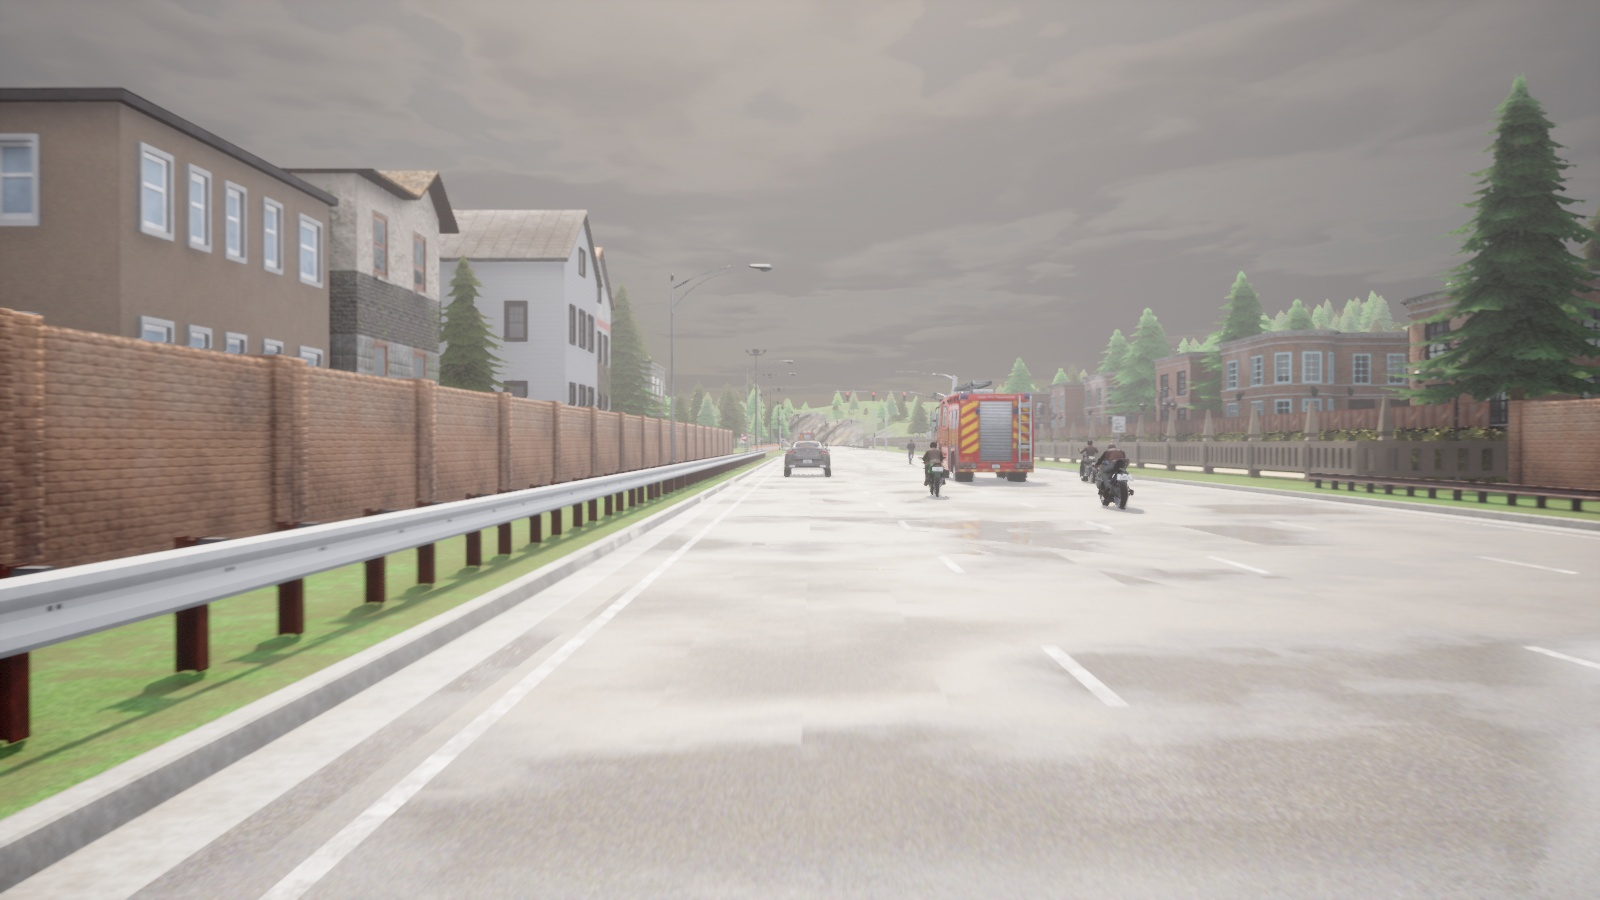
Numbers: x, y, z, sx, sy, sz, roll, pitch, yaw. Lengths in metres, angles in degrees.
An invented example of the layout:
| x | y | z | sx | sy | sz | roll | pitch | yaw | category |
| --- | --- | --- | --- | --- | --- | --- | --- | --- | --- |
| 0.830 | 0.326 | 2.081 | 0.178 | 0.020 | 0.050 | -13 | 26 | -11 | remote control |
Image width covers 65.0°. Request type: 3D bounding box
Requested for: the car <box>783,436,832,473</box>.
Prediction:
| x | y | z | sx | sy | sz | roll | pitch | yaw | category |
| --- | --- | --- | --- | --- | --- | --- | --- | --- | --- |
| 0.346 | 0.198 | 58.226 | 2.152 | 1.651 | 5.027 | 0 | 0 | 0 | car |

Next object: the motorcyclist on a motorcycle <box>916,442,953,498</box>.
| x | y | z | sx | sy | sz | roll | pitch | yaw | category |
| --- | --- | --- | --- | --- | --- | --- | --- | --- | --- |
| 3.713 | 0.536 | 34.834 | 0.797 | 1.523 | 2.044 | 0 | 0 | 0 | motorcyclist on a motorcycle |

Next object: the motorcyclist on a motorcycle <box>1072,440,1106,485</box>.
| x | y | z | sx | sy | sz | roll | pitch | yaw | category |
| --- | --- | --- | --- | --- | --- | --- | --- | --- | --- |
| 10.782 | 0.442 | 46.919 | 0.766 | 1.649 | 2.350 | 0 | 0 | 0 | motorcyclist on a motorcycle |

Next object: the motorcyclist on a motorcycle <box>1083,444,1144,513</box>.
| x | y | z | sx | sy | sz | roll | pitch | yaw | category |
| --- | --- | --- | --- | --- | --- | --- | --- | --- | --- |
| 7.178 | 0.625 | 28.830 | 0.866 | 1.530 | 2.191 | 0 | 0 | 0 | motorcyclist on a motorcycle |

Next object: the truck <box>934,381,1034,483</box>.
| x | y | z | sx | sy | sz | roll | pitch | yaw | category |
| --- | --- | --- | --- | --- | --- | --- | --- | --- | --- |
| 7.306 | -0.699 | 51.031 | 2.891 | 3.827 | 8.468 | 0 | 0 | 0 | truck |
